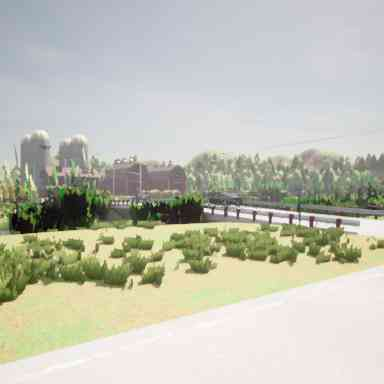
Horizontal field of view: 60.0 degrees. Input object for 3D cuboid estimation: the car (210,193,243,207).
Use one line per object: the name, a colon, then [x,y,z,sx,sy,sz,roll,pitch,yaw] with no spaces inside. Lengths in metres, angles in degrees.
car: [3.365,0.848,35.752,1.837,1.490,4.892,0,1,-33]
